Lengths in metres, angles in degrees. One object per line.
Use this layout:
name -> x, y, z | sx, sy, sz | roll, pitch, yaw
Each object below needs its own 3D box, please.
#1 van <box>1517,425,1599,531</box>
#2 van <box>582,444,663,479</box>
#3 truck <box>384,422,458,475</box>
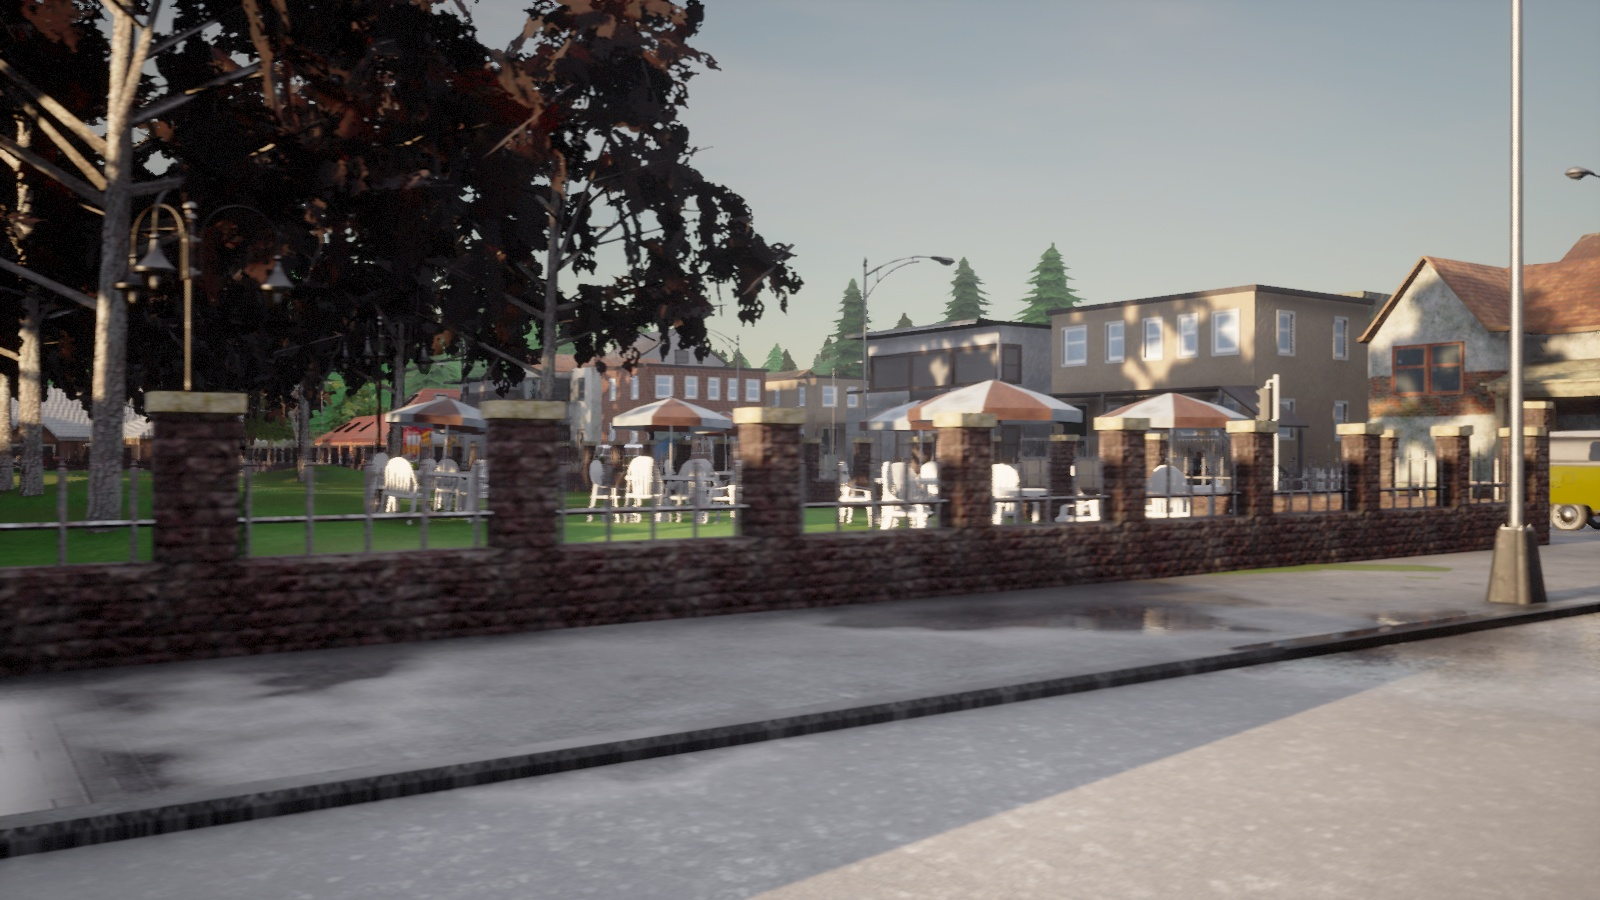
van -> 16.097, 0.521, 23.383 | 1.775, 1.987, 4.442 | 0, 0, -35
van -> -10.865, 0.679, 76.928 | 4.480, 2.038, 2.069 | 0, 1, -29
truck -> -28.743, -0.127, 94.919 | 2.891, 3.827, 8.468 | 0, 0, -34
